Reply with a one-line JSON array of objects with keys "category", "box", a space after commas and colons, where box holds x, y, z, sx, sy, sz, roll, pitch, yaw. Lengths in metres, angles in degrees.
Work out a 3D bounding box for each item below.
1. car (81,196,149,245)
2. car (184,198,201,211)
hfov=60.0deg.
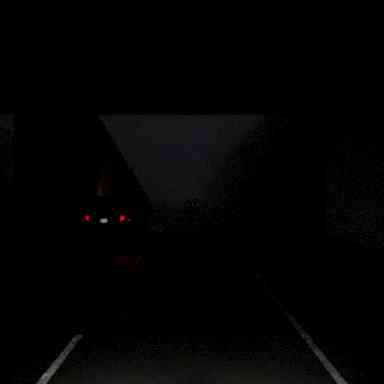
[{"category": "car", "box": [-3.401, 1.187, 15.558, 2.150, 2.045, 5.566, 0, 0, 0]}, {"category": "car", "box": [0.098, 1.457, 39.112, 2.033, 1.411, 5.357, 0, 0, 0]}]
